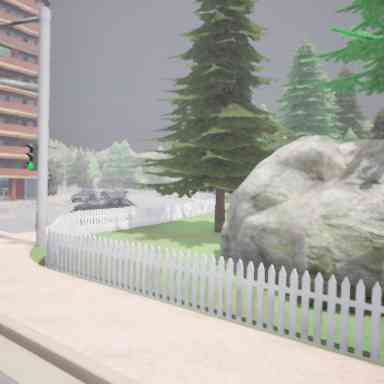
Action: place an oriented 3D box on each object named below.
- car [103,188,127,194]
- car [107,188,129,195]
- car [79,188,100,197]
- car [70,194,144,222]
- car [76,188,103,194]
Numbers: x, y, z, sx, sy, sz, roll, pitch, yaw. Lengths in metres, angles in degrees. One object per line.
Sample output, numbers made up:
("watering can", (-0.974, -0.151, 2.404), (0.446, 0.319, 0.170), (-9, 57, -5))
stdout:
("car", (-9.248, 0.549, 41.121), (1.837, 1.490, 4.892), (2, 1, -3))
("car", (-16.191, -0.123, 72.917), (4.902, 1.511, 2.128), (2, 1, 41))
("car", (-18.279, 0.028, 59.177), (2.128, 1.511, 4.902), (1, 1, -33))
("car", (-4.942, 1.060, 20.998), (2.033, 1.411, 5.357), (2, 1, 34))
("car", (-12.604, 0.545, 39.217), (2.033, 1.411, 5.357), (1, 1, 0))
